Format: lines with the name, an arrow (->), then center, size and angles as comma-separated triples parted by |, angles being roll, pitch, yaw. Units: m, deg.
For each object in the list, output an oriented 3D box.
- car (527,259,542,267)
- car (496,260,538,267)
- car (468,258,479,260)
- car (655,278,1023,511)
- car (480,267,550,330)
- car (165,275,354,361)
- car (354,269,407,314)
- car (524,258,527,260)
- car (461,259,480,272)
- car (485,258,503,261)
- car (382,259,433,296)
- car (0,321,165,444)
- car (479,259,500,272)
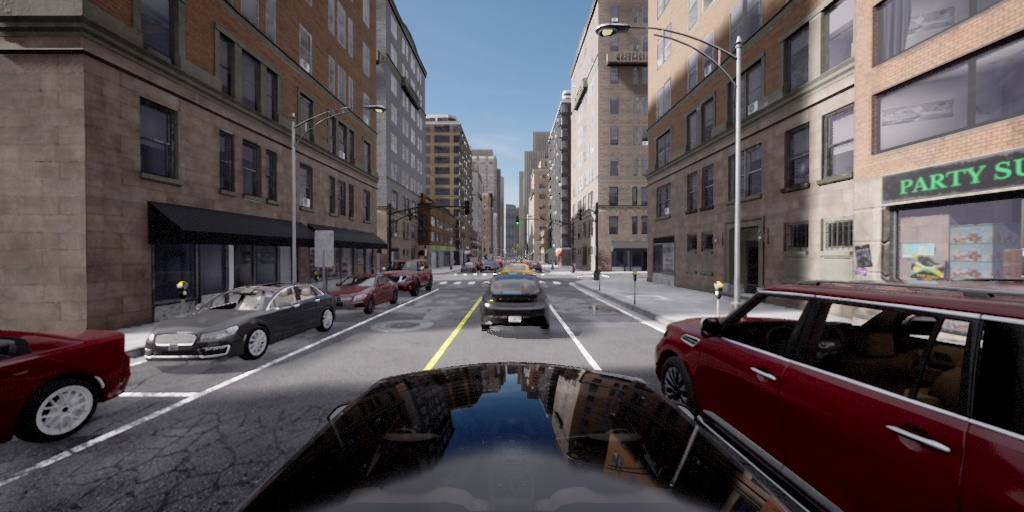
car -> 2.944, 1.402, 46.353 | 1.802, 1.307, 4.207 | 0, 0, 0
car -> 0.482, 1.255, 23.706 | 1.882, 1.535, 5.008 | 0, 0, 7
car -> -5.570, 1.148, 51.907 | 2.192, 1.841, 5.009 | 0, 0, 0
car -> 2.857, 1.065, 2.600 | 2.192, 1.841, 5.009 | 0, 0, 0
car -> 0.087, 1.266, 11.099 | 1.837, 1.490, 4.892 | 0, 0, 0
car -> -5.657, 1.307, 8.177 | 2.007, 1.370, 4.403 | 0, 0, 0
car -> -5.646, 1.345, 13.760 | 1.802, 1.307, 4.207 | 0, 0, 0
car -> 2.955, 1.359, 52.086 | 1.751, 1.417, 4.829 | 0, 0, 0
car -> -5.581, 1.402, 46.342 | 1.802, 1.307, 4.207 | 0, 0, 0
car -> -2.983, 1.395, 57.177 | 2.033, 1.411, 5.357 | 0, 0, 0
car -> -5.635, 1.085, 19.343 | 2.192, 1.841, 5.009 | 0, 0, 0
car -> -5.668, 1.296, 2.595 | 1.888, 1.381, 4.507 | 0, 0, 0
car -> -3.011, 1.386, 46.751 | 1.994, 1.385, 4.181 | 0, 0, 0
